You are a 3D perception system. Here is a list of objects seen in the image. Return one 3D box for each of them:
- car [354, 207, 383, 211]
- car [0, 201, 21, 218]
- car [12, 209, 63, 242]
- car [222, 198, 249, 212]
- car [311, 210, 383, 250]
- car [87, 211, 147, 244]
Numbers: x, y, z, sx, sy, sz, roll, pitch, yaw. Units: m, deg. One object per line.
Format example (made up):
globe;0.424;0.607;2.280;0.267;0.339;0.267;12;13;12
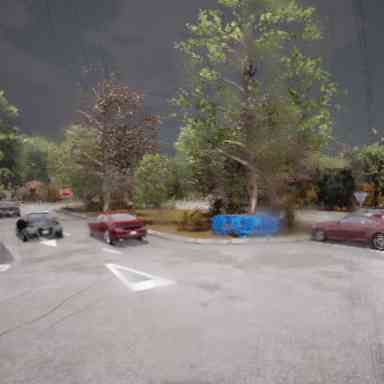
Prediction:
car;10.355;1.601;17.218;2.185;1.767;4.553;1;-1;-35
car;-17.666;1.647;31.835;1.837;1.490;4.892;-2;2;-35
car;-8.851;1.905;19.189;1.994;1.385;4.181;-2;2;-35
car;5.447;1.633;39.001;2.128;1.511;4.902;-2;2;-35
car;7.798;1.714;15.339;2.002;1.452;4.674;1;-1;-35
car;-4.191;1.780;18.048;1.882;1.535;5.008;-2;2;-34
